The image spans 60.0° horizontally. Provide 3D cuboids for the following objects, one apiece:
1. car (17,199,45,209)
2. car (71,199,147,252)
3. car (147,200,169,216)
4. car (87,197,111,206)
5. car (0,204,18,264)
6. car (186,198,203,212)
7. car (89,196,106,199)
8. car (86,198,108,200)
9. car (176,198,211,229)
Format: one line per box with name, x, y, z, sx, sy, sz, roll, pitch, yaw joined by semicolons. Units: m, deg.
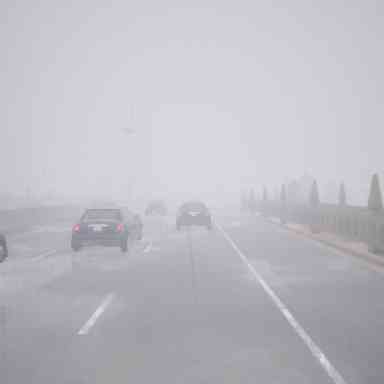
car;-20.617;1.566;42.627;1.994;1.385;4.181;0;0;4
car;-3.395;1.353;14.103;2.097;1.767;4.553;0;0;0
car;-3.366;1.506;32.239;1.837;1.490;4.892;0;0;0
car;-15.381;1.526;55.183;1.837;1.490;4.892;0;0;12
car;-6.898;1.352;8.735;2.097;1.767;4.553;0;0;0
car;0.366;1.479;39.522;1.882;1.535;5.008;0;0;3
car;-13.409;1.549;44.900;2.033;1.411;5.357;0;0;6
car;-6.891;1.506;26.800;1.837;1.490;4.892;0;0;0
car;0.108;1.353;21.582;2.097;1.767;4.553;0;0;0
